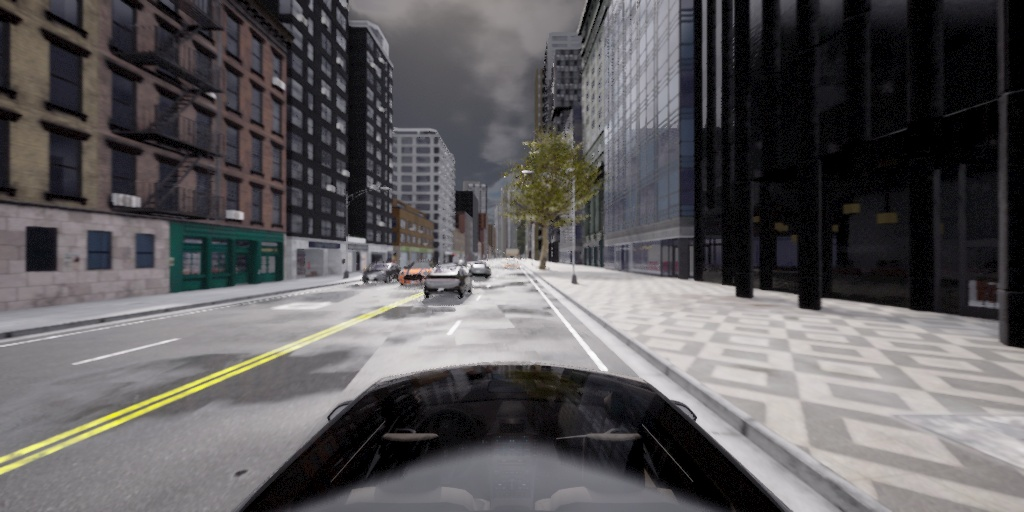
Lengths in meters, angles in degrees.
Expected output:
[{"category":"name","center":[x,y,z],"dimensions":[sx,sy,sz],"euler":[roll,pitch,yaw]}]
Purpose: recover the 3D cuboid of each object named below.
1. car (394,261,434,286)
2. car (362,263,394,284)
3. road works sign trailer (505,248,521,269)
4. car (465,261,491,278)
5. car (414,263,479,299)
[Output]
[{"category":"car","center":[-6.582,1.165,26.029],"dimensions":[2.097,1.767,4.553],"euler":[0,0,0]},{"category":"car","center":[-9.830,1.309,27.562],"dimensions":[2.128,1.511,4.902],"euler":[0,0,0]},{"category":"road works sign trailer","center":[0.037,0.384,62.110],"dimensions":[2.380,3.560,2.880],"euler":[0,0,0]},{"category":"car","center":[-3.129,1.403,35.185],"dimensions":[1.994,1.385,4.181],"euler":[0,0,0]},{"category":"car","center":[-3.139,1.282,18.244],"dimensions":[2.128,1.511,4.902],"euler":[0,0,0]}]
